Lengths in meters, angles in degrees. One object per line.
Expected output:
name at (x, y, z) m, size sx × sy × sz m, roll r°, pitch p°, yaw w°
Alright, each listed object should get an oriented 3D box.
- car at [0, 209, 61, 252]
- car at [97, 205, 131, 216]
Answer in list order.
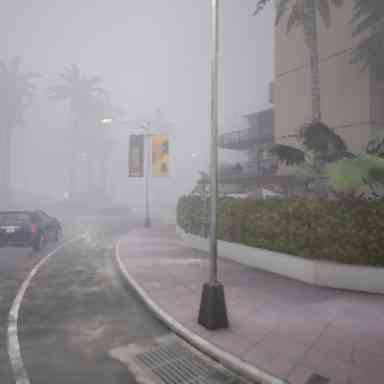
car at (-7.385, 1.545, 14.971) m, size 2.097 × 1.767 × 4.553 m, roll 1°, pitch -1°, yaw -10°
car at (-9.692, 2.234, 41.543) m, size 1.895 × 1.301 × 4.718 m, roll 0°, pitch -1°, yaw 25°
